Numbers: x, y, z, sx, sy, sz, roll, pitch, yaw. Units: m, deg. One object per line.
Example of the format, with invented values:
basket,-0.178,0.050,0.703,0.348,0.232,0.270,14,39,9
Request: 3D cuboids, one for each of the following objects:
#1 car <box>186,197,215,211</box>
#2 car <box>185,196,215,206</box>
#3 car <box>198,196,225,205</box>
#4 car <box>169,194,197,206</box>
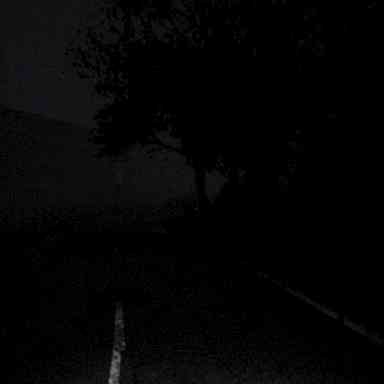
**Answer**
car,1.495,1.694,41.089,1.895,1.301,4.718,1,0,25
car,1.393,1.564,59.033,5.008,1.535,2.097,1,0,25
car,3.797,1.615,64.147,4.674,1.452,2.002,1,0,25
car,-1.028,1.297,53.926,5.566,2.045,2.435,1,0,25
